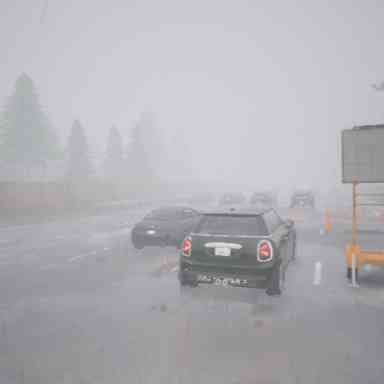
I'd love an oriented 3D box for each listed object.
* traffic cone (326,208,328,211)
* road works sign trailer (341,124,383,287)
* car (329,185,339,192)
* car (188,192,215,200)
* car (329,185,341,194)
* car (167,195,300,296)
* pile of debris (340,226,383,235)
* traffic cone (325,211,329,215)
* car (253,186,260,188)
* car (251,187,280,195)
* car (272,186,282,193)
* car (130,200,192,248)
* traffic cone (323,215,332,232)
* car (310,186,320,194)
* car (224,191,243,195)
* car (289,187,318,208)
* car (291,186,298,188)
[{"bbox_3d":[7.607,1.351,18.730,0.340,0.580,0.340,0,2,22],"label":"traffic cone"},{"bbox_3d":[4.862,0.178,7.935,2.380,3.560,2.880,0,2,22],"label":"road works sign trailer"},{"bbox_3d":[29.559,-0.825,69.377,1.895,1.301,4.718,0,2,22],"label":"car"},{"bbox_3d":[1.105,0.631,35.844,1.994,1.385,4.181,0,1,22],"label":"car"},{"bbox_3d":[25.812,-0.428,60.038,1.812,1.442,4.674,0,2,22],"label":"car"},{"bbox_3d":[1.392,1.112,8.405,2.097,1.767,4.553,0,2,22],"label":"car"},{"bbox_3d":[7.499,1.671,14.471,1.860,0.140,1.500,0,2,22],"label":"pile of debris"},{"bbox_3d":[6.861,1.410,16.875,0.340,0.580,0.340,0,2,22],"label":"traffic cone"},{"bbox_3d":[12.823,-0.369,65.261,1.837,1.490,4.892,0,2,22],"label":"car"},{"bbox_3d":[6.677,0.604,30.935,1.837,1.490,4.892,0,1,22],"label":"car"},{"bbox_3d":[16.213,-0.401,64.311,1.837,1.490,4.892,0,2,22],"label":"car"},{"bbox_3d":[-0.597,1.243,12.841,1.994,1.385,4.181,0,2,22],"label":"car"},{"bbox_3d":[6.116,1.469,15.020,0.340,0.580,0.340,0,2,22],"label":"traffic cone"},{"bbox_3d":[22.707,-0.467,61.698,1.882,1.535,5.008,0,2,22],"label":"car"},{"bbox_3d":[4.237,0.620,34.245,1.994,1.385,4.181,0,1,22],"label":"car"},{"bbox_3d":[9.922,0.583,29.624,1.837,1.490,4.892,0,1,22],"label":"car"},{"bbox_3d":[19.473,-0.400,63.036,1.812,1.442,4.674,0,2,22],"label":"car"}]
